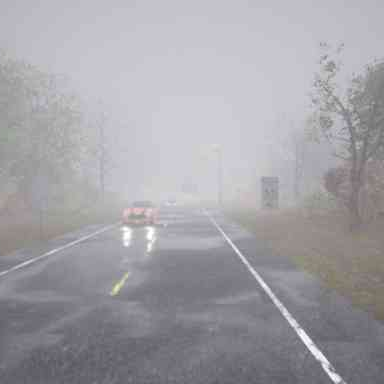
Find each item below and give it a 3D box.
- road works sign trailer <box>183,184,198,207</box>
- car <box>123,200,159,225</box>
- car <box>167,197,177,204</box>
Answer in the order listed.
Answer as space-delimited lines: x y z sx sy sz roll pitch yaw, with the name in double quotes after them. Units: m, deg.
-0.295 0.519 52.726 2.380 3.560 2.880 0 0 1 "road works sign trailer"
-3.668 1.379 24.431 2.097 1.767 4.553 0 0 0 "car"
-3.972 1.610 66.914 2.033 1.411 5.357 0 0 -1 "car"
